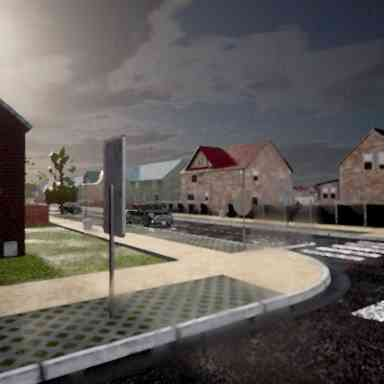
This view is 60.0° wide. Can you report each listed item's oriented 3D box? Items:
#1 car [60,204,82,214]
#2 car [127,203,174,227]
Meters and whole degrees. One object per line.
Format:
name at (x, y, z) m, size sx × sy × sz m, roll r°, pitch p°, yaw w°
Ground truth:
car at (-16.126, 2.223, 44.373) m, size 1.895 × 1.301 × 4.718 m, roll 0°, pitch -1°, yaw -34°
car at (-3.250, 1.643, 25.371) m, size 2.097 × 1.767 × 4.553 m, roll 0°, pitch -1°, yaw -34°
